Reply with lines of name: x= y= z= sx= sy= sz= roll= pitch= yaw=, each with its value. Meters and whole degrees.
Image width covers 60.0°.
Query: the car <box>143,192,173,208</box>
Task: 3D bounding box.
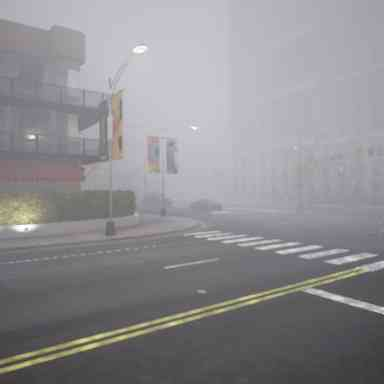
car: x=-4.857 y=1.071 z=46.508 sx=2.150 sy=2.045 sz=5.566 roll=0 pitch=0 yaw=-35

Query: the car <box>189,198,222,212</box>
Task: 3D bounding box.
car: x=1.512 y=1.413 z=37.236 sx=1.994 sy=1.385 sz=4.181 roll=0 pitch=0 yaw=-35
